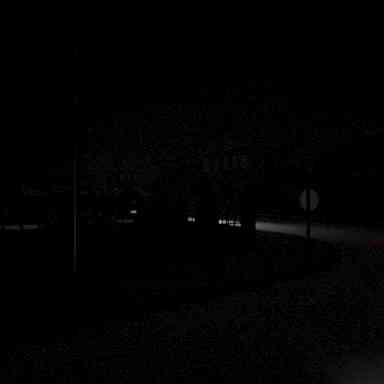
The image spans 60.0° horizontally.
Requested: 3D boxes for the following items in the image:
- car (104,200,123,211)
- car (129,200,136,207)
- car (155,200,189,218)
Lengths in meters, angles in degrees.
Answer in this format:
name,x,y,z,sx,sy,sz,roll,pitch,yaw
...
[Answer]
name,x,y,z,sx,sy,sz,roll,pitch,yaw
car,-9.997,1.563,41.566,1.994,1.385,4.181,0,0,-36
car,-10.105,1.547,48.940,2.033,1.411,5.357,0,0,-37
car,-2.210,1.491,30.608,2.128,1.511,4.902,0,0,-35
